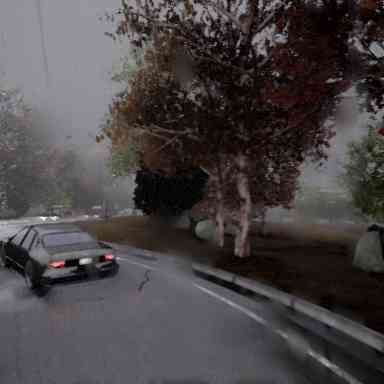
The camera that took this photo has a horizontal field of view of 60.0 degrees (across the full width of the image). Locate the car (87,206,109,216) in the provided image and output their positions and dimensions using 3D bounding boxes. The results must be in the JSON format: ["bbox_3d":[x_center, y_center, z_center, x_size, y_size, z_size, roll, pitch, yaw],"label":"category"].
[{"bbox_3d":[-14.042,2.807,49.963,1.882,1.535,5.008,0,-5,6],"label":"car"}]

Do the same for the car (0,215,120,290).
[{"bbox_3d":[-3.980,1.608,9.376,2.033,1.411,5.357,0,0,-40],"label":"car"}]

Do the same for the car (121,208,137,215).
[{"bbox_3d":[-12.320,4.012,65.461,2.097,1.767,4.553,0,-5,6],"label":"car"}]

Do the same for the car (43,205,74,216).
[{"bbox_3d":[-15.304,2.152,38.339,1.994,1.385,4.181,0,-3,6],"label":"car"}]
